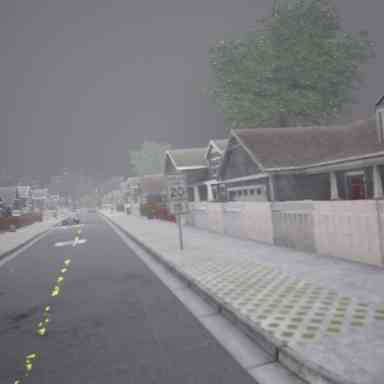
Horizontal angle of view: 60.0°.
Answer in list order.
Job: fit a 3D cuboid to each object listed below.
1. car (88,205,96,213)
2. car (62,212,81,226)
[{"bbox_3d":[-25.961,4.756,86.492,1.994,1.385,4.181,-5,-1,-17],"label":"car"},{"bbox_3d":[-15.085,3.312,41.484,1.812,1.442,4.674,-5,-1,-17],"label":"car"}]
